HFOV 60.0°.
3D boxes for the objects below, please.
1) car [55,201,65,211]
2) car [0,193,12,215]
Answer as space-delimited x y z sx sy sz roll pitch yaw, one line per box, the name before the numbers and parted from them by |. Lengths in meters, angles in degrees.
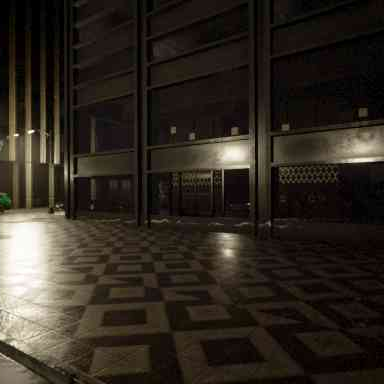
car | -13.363 1.326 38.591 1.882 1.535 5.008 0 0 35
car | -19.387 1.113 30.062 2.150 2.045 5.566 0 0 37
